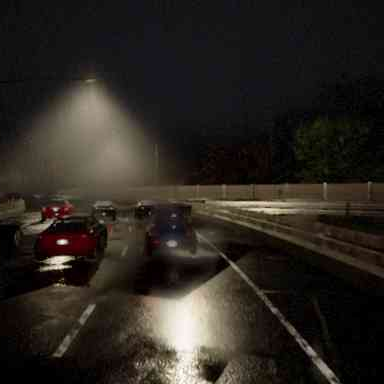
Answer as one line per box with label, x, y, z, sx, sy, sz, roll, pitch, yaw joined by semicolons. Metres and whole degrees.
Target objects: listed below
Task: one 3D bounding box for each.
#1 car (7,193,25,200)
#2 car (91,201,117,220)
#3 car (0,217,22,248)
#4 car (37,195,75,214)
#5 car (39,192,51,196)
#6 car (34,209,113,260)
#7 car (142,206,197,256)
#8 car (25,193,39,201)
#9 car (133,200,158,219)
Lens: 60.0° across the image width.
car;-42.659;1.146;78.885;5.566;2.045;2.150;0;0;40
car;-7.341;1.479;27.785;2.128;1.511;4.902;0;0;-15
car;-7.814;1.507;11.964;2.128;1.511;4.902;0;0;-7
car;-10.715;1.355;26.833;2.097;1.767;4.553;0;0;-15
car;-37.580;1.128;83.814;5.566;2.045;2.150;0;0;40
car;-4.368;1.563;12.585;1.994;1.385;4.181;0;0;-7
car;-0.911;1.508;13.084;1.812;1.442;4.674;0;0;-7
car;-40.310;1.382;81.483;5.008;1.535;1.882;0;0;40
car;-3.904;1.463;28.445;2.128;1.511;4.902;0;0;-15
